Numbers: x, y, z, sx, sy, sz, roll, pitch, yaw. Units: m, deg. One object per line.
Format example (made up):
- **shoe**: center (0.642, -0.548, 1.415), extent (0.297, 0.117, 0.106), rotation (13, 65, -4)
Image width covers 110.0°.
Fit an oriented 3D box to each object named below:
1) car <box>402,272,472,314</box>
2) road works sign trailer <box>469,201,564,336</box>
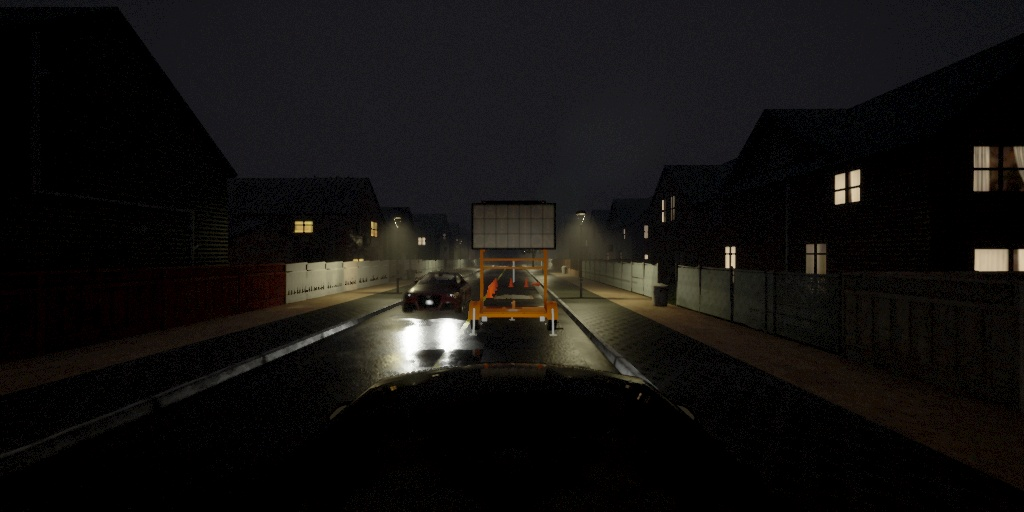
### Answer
- **car**: center (-2.689, 1.316, 13.655), extent (1.994, 1.385, 4.181), rotation (0, 0, 0)
- **road works sign trailer**: center (0.049, 0.215, 10.390), extent (2.380, 3.560, 2.880), rotation (0, 0, 1)
